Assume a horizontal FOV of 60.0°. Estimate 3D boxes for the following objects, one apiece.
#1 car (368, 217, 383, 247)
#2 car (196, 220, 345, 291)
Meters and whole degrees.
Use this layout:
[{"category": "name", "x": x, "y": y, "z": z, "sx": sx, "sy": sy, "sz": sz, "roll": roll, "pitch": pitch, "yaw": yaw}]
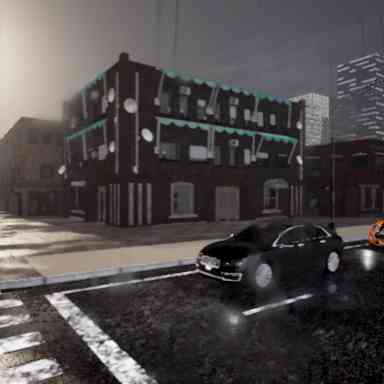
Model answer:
[{"category": "car", "x": 9.761, "y": 1.526, "z": 14.637, "sx": 4.553, "sy": 1.767, "sz": 2.097, "roll": 1, "pitch": 0, "yaw": -36}, {"category": "car", "x": 2.371, "y": 1.582, "z": 9.368, "sx": 4.892, "sy": 1.490, "sz": 1.837, "roll": 1, "pitch": 0, "yaw": -35}]
